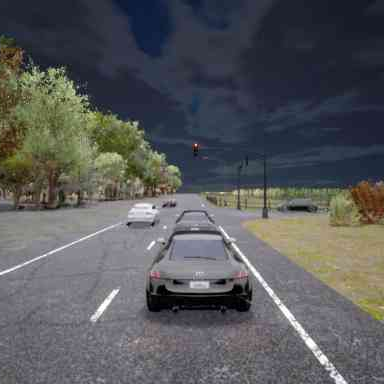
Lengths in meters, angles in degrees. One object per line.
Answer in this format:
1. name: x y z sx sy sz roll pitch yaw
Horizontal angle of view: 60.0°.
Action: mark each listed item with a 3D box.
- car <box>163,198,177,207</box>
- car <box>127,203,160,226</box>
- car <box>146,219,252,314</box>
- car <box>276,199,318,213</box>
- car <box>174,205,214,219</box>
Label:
1. car: -3.296 1.606 50.791 1.895 1.301 4.718 0 0 0
2. car: -3.350 1.531 23.415 1.812 1.442 4.674 0 0 0
3. car: 0.118 1.566 7.719 1.994 1.385 4.181 0 0 0
4. car: 12.098 1.546 38.639 4.553 1.767 2.097 1 -1 5
5. car: 0.132 1.568 16.119 1.994 1.385 4.181 0 0 0
